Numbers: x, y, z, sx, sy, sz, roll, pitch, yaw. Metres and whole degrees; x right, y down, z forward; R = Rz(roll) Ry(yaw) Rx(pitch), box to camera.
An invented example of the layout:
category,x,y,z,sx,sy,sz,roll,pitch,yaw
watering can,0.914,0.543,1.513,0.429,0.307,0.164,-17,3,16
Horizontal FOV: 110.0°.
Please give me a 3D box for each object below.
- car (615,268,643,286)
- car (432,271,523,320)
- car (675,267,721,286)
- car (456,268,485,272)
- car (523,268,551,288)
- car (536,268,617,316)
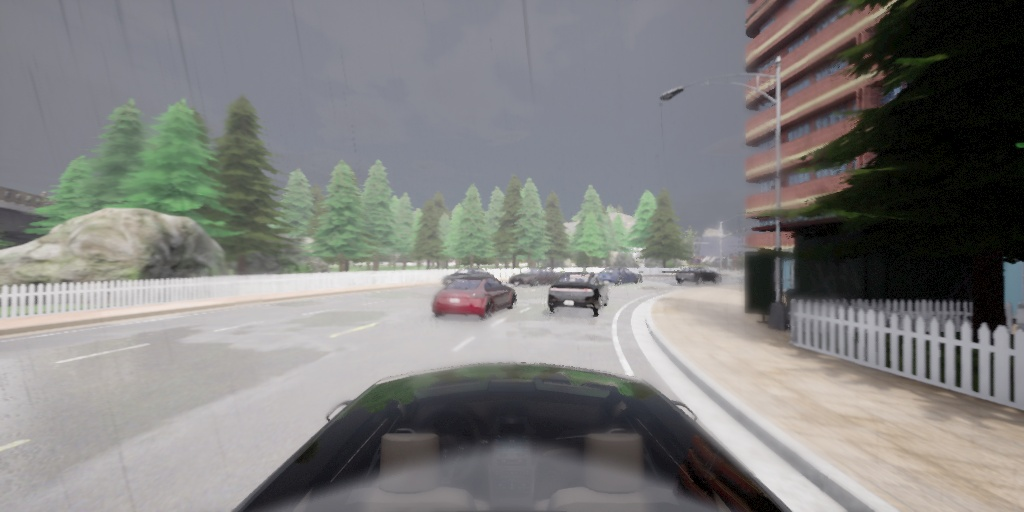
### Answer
category,x,y,z,sx,sy,sz,roll,pitch,yaw
car,8.656,1.664,29.291,5.357,1.411,2.033,1,-1,-43
car,-1.237,1.432,13.430,1.994,1.385,4.181,0,-1,17
car,15.848,1.676,30.427,4.902,1.511,2.128,1,-1,-35
car,-3.092,1.554,25.928,1.994,1.385,4.181,0,-1,34
car,1.931,1.591,27.292,2.033,1.411,5.357,0,-1,38
car,2.790,1.401,14.408,2.128,1.511,4.902,0,-1,21
